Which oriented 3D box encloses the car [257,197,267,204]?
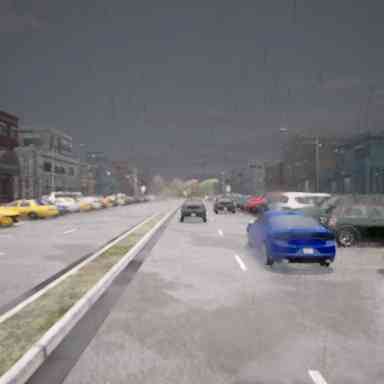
[{"bbox_3d":[7.670,1.336,24.953,4.792,1.488,2.163,0,0,0],"label":"car"}]

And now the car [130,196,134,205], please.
[{"bbox_3d":[-12.732,1.520,55.704,4.792,1.488,2.163,0,-1,0],"label":"car"}]

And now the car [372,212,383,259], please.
[{"bbox_3d":[7.826,1.424,8.409,5.366,1.575,1.946,0,0,0],"label":"car"}]

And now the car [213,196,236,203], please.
[{"bbox_3d":[7.828,1.809,80.082,5.366,1.575,1.946,0,-1,0],"label":"car"}]

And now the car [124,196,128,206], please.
[{"bbox_3d":[-12.958,1.424,50.272,5.366,1.575,1.946,0,-1,0],"label":"car"}]

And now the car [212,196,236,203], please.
[{"bbox_3d":[7.458,1.768,77.319,5.366,1.575,1.946,0,-1,0],"label":"car"}]

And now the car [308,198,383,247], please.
[{"bbox_3d":[7.610,1.260,13.924,4.553,1.767,2.185,0,0,0],"label":"car"}]

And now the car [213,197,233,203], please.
[{"bbox_3d":[7.666,1.885,82.837,4.792,1.488,2.163,0,-1,0],"label":"car"}]

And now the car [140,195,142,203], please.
[{"bbox_3d":[-12.774,1.624,64.040,4.792,1.488,2.163,0,-1,0],"label":"car"}]

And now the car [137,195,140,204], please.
[{"bbox_3d":[-12.744,1.560,61.262,4.892,1.521,2.231,0,-1,0],"label":"car"}]

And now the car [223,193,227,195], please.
[{"bbox_3d":[7.671,1.233,55.267,5.566,2.045,2.435,0,-1,0],"label":"car"}]

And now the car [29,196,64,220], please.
[{"bbox_3d":[-13.006,1.291,25.280,5.366,1.575,1.946,0,0,0],"label":"car"}]

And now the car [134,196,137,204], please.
[{"bbox_3d":[-12.761,1.524,58.483,5.008,1.535,2.097,0,-1,0],"label":"car"}]

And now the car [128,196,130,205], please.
[{"bbox_3d":[-12.739,1.332,52.935,4.553,1.767,2.185,0,-1,0],"label":"car"}]

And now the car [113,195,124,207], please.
[{"bbox_3d":[-12.784,1.396,47.492,4.892,1.521,2.231,0,-1,0],"label":"car"}]

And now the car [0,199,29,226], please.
[{"bbox_3d":[-12.837,1.333,19.723,5.008,1.535,2.097,0,0,0],"label":"car"}]

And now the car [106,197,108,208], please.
[{"bbox_3d":[-12.792,1.349,39.034,4.674,1.452,2.002,0,0,0],"label":"car"}]

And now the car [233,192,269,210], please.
[{"bbox_3d":[7.613,1.050,35.972,5.566,2.045,2.435,0,0,0],"label":"car"}]

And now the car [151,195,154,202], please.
[{"bbox_3d":[-12.705,1.910,83.491,4.674,1.452,2.002,0,-1,0],"label":"car"}]

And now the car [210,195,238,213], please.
[{"bbox_3d":[3.101,1.317,33.288,1.837,1.490,4.892,0,0,0],"label":"car"}]

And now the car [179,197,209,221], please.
[{"bbox_3d":[0.101,1.329,25.190,1.837,1.490,4.892,0,0,0],"label":"car"}]

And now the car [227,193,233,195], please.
[{"bbox_3d":[7.673,1.268,46.994,4.553,1.767,2.185,0,-1,0],"label":"car"}]

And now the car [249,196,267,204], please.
[{"bbox_3d":[7.636,1.293,27.704,5.008,1.535,2.097,0,0,0],"label":"car"}]

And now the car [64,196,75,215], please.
[{"bbox_3d":[-12.818,1.322,28.050,4.674,1.452,2.002,0,0,0],"label":"car"}]

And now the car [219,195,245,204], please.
[{"bbox_3d":[7.611,1.457,63.537,4.553,1.767,2.185,0,-1,0],"label":"car"}]

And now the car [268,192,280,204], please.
[{"bbox_3d":[7.669,1.092,19.438,5.566,2.045,2.435,0,0,0],"label":"car"}]

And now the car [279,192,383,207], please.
[{"bbox_3d":[7.613,1.113,16.681,5.566,2.045,2.435,0,0,0],"label":"car"}]

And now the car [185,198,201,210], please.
[{"bbox_3d":[0.102,1.462,41.886,1.895,1.301,4.718,0,0,0],"label":"car"}]

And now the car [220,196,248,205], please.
[{"bbox_3d":[7.637,1.548,60.778,5.008,1.535,2.097,0,-1,0],"label":"car"}]

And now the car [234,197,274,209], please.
[{"bbox_3d":[7.639,1.378,41.480,4.674,1.452,2.002,0,0,0],"label":"car"}]

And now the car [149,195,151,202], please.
[{"bbox_3d":[-12.725,1.788,77.936,4.892,1.521,2.231,0,-1,0],"label":"car"}]

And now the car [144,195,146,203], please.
[{"bbox_3d":[-12.740,1.671,69.724,4.892,1.521,2.231,0,-1,0],"label":"car"}]

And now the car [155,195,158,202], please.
[{"bbox_3d":[-12.725,1.708,89.177,5.566,2.045,2.435,0,-1,0],"label":"car"}]

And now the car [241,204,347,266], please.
[{"bbox_3d":[3.101,1.403,11.341,1.882,1.535,5.008,0,0,0],"label":"car"}]

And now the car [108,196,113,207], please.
[{"bbox_3d":[-12.757,1.208,41.813,4.553,1.767,2.185,0,-1,0],"label":"car"}]

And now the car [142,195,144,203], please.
[{"bbox_3d":[-12.734,1.633,66.945,5.008,1.535,2.097,0,-1,0],"label":"car"}]

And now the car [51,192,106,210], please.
[{"bbox_3d":[-12.771,1.040,36.261,5.566,2.045,2.435,0,0,0],"label":"car"}]

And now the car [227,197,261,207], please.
[{"bbox_3d":[7.671,1.452,49.750,4.792,1.488,2.163,0,-1,0],"label":"car"}]

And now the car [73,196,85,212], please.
[{"bbox_3d":[-12.808,1.318,30.708,4.674,1.452,2.002,0,0,0],"label":"car"}]

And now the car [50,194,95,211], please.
[{"bbox_3d":[-12.991,1.279,33.482,5.366,1.575,1.946,0,0,0],"label":"car"}]

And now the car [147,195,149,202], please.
[{"bbox_3d":[-12.753,1.776,75.156,4.792,1.488,2.163,0,-1,0],"label":"car"}]
